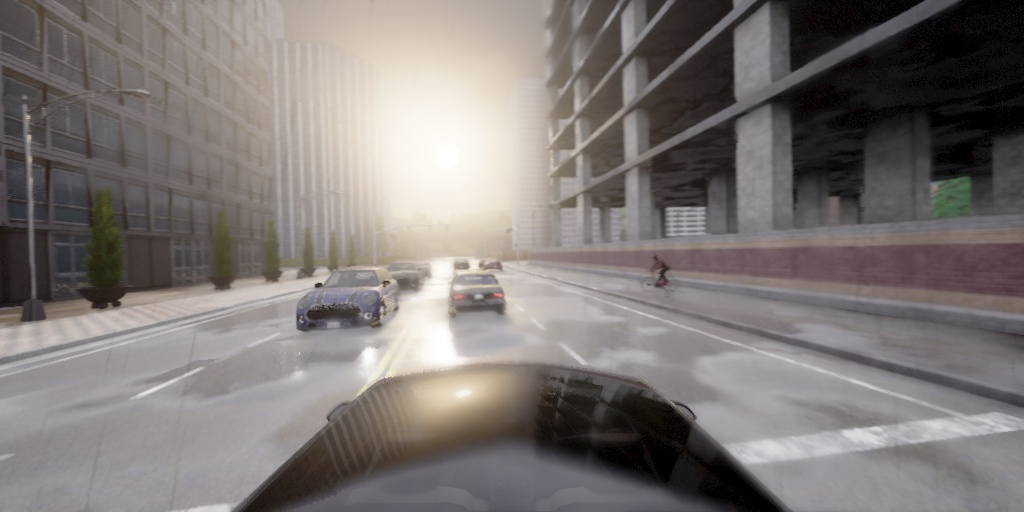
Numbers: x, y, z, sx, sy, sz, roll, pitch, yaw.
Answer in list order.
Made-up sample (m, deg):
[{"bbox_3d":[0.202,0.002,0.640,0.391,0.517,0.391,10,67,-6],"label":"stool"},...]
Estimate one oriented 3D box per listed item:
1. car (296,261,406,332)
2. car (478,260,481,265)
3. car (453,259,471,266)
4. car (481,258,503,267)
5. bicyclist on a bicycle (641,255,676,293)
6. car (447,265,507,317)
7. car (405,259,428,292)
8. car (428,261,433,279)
[{"bbox_3d":[-4.881,1.149,11.314,2.097,1.767,4.553,-2,1,-9],"label":"car"},{"bbox_3d":[-3.653,0.969,50.191,1.994,1.385,4.181,-2,1,-8],"label":"car"},{"bbox_3d":[-5.681,1.024,40.646,1.882,1.535,5.008,-2,1,-8],"label":"car"},{"bbox_3d":[-2.141,0.979,40.639,1.812,1.442,4.674,-2,1,-8],"label":"car"},{"bbox_3d":[6.328,0.765,15.449,1.656,1.620,0.582,-1,0,-9],"label":"bicyclist on a bicycle"},{"bbox_3d":[-1.357,1.236,13.011,2.033,1.411,5.357,-2,1,-9],"label":"car"},{"bbox_3d":[-6.382,1.098,21.093,2.097,1.767,4.553,-2,1,-9],"label":"car"},{"bbox_3d":[-7.945,1.183,31.393,2.128,1.511,4.902,-2,1,-9],"label":"car"}]
